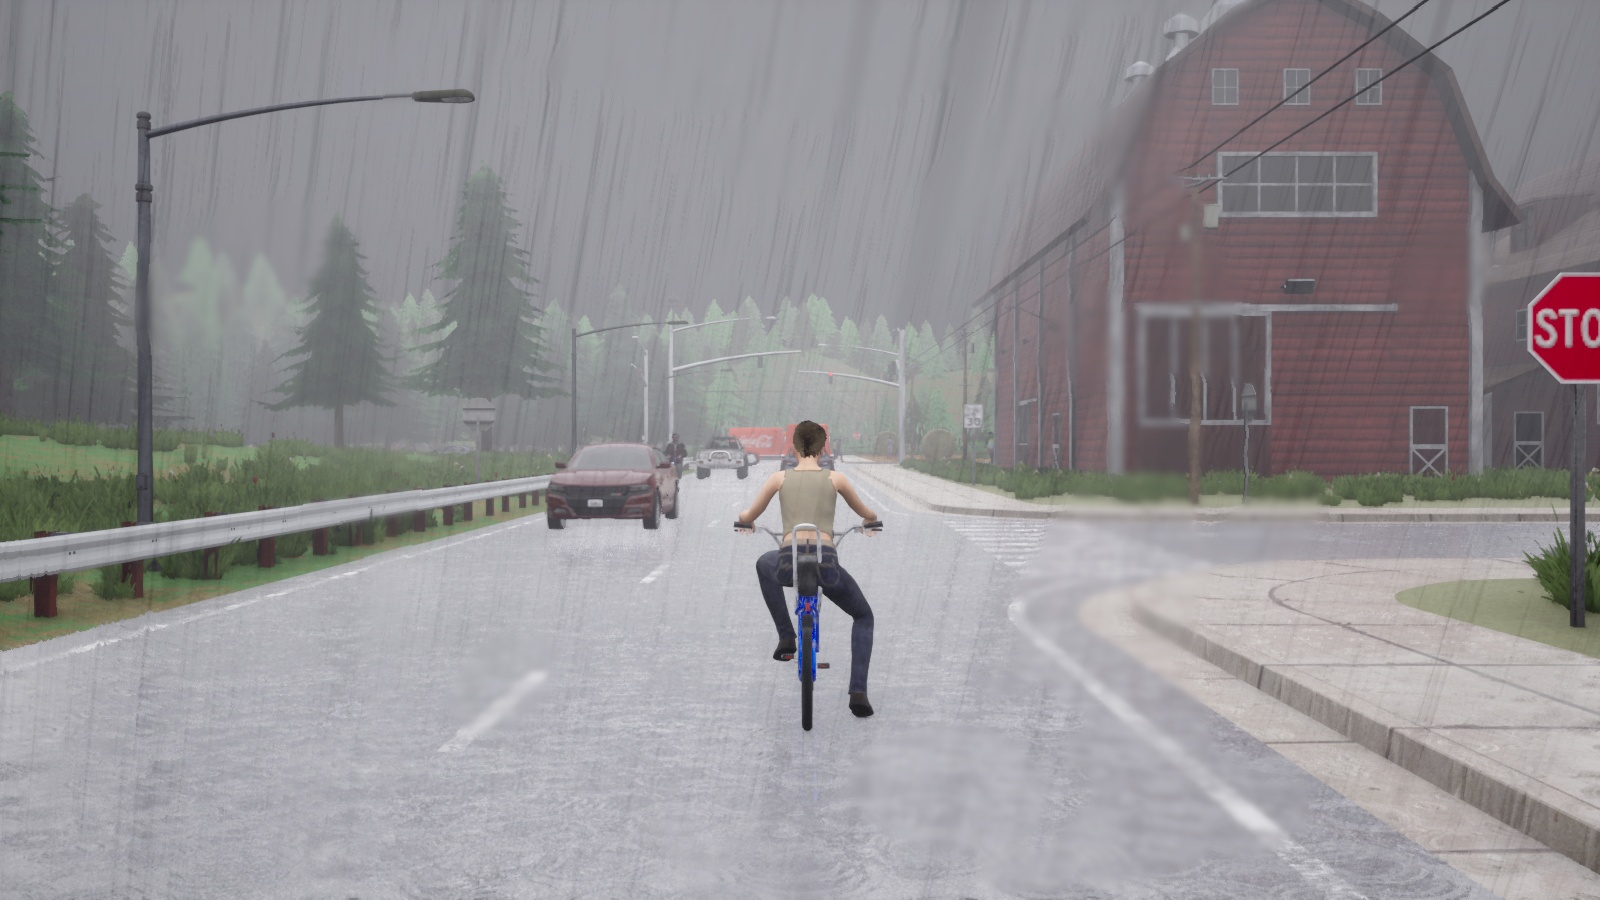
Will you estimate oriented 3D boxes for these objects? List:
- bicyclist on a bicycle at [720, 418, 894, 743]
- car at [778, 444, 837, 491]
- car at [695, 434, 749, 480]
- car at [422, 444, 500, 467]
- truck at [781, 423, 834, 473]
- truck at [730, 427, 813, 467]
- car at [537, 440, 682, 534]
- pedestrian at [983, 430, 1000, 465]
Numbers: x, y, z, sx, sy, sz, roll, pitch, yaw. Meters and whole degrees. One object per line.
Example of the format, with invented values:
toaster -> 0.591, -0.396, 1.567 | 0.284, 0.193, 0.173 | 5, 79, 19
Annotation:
bicyclist on a bicycle -> 0.045, 0.644, 6.984 | 0.866, 1.612, 1.509 | 0, 0, 1
car -> 0.244, 0.529, 40.993 | 1.816, 1.474, 4.193 | 0, 0, 0
car -> -3.192, 0.267, 52.105 | 1.932, 1.855, 4.605 | 0, 0, 0
car -> -20.571, 0.336, 76.354 | 4.181, 1.385, 1.994 | 0, 0, 4
truck -> 0.381, -0.106, 64.841 | 2.627, 2.467, 5.204 | 0, 0, 0
truck -> -1.825, -0.204, 80.025 | 5.204, 2.467, 2.627 | 0, 0, -1
car -> -3.355, 0.591, 23.071 | 1.882, 1.535, 5.008 | 0, 0, 0
pedestrian -> 10.924, -0.135, 71.678 | 0.659, 1.952, 0.873 | 0, 0, -12
